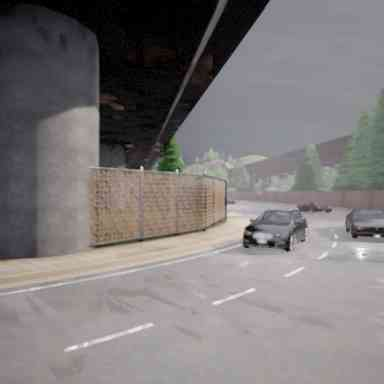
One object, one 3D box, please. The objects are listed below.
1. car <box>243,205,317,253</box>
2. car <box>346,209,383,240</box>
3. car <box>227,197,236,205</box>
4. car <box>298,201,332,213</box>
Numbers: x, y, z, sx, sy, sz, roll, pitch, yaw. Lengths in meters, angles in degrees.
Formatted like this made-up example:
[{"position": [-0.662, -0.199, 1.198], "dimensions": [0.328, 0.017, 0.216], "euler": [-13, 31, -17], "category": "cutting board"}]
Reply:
[{"position": [3.706, 1.522, 14.165], "dimensions": [2.128, 1.511, 4.902], "euler": [0, 0, 29], "category": "car"}, {"position": [9.184, 1.594, 17.381], "dimensions": [2.033, 1.411, 5.357], "euler": [0, 0, 20], "category": "car"}, {"position": [6.609, 1.622, 60.227], "dimensions": [1.837, 1.490, 4.892], "euler": [0, -1, -8], "category": "car"}, {"position": [13.736, 1.691, 37.614], "dimensions": [1.895, 1.301, 4.718], "euler": [0, 0, -8], "category": "car"}]
